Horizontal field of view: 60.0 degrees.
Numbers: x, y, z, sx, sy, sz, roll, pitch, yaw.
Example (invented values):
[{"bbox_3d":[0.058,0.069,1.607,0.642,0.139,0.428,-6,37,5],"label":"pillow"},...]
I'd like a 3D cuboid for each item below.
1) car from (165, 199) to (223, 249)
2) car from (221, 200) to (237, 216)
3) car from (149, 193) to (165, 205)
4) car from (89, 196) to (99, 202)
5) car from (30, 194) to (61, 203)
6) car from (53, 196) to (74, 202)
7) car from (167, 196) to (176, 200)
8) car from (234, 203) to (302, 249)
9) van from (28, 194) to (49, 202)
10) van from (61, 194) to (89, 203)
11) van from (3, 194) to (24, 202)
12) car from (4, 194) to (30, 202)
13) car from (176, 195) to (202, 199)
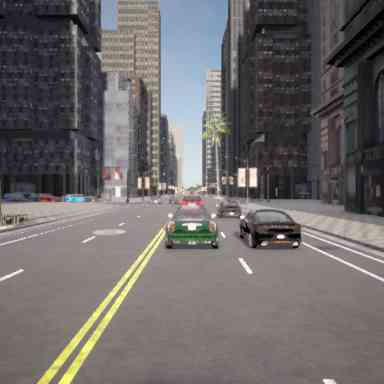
[{"bbox_3d":[0.000,1.368,14.620,2.097,1.767,4.553,0,0,0],"label":"car"},{"bbox_3d":[3.250,1.524,29.650,1.837,1.490,4.892,0,0,0],"label":"car"},{"bbox_3d":[-6.500,1.423,59.680,2.097,1.767,4.553,0,0,0],"label":"car"},{"bbox_3d":[-23.570,1.573,75.776,4.403,1.369,2.008,0,0,0],"label":"car"},{"bbox_3d":[-29.243,1.304,67.250,5.009,1.841,2.192,0,0,0],"label":"car"},{"bbox_3d":[-29.248,1.600,75.774,4.206,1.307,1.802,0,0,0],"label":"car"},{"bbox_3d":[-3.250,1.580,59.650,1.837,1.490,4.892,0,0,0],"label":"car"},{"bbox_3d":[3.250,1.487,14.650,1.882,1.535,5.008,0,0,0],"label":"car"},{"bbox_3d":[-34.926,1.355,75.772,3.998,1.788,1.690,0,0,0],"label":"van"},{"bbox_3d":[-23.566,1.334,67.251,3.998,1.788,1.690,0,0,0],"label":"van"},{"bbox_3d":[-40.603,1.353,75.770,3.998,1.788,1.690,0,0,0],"label":"van"},{"bbox_3d":[-34.921,1.567,67.247,4.206,1.307,1.802,0,0,0],"label":"car"},{"bbox_3d":[0.000,1.265,29.680,2.150,2.045,5.566,0,0,0],"label":"car"}]
